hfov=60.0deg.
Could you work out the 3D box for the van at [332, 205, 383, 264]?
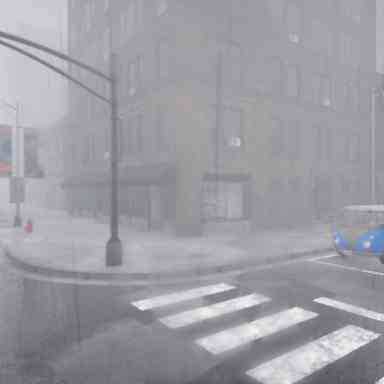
[{"bbox_3d":[6.480,1.333,11.407,3.998,1.788,1.690,0,0,-36],"label":"van"}]
